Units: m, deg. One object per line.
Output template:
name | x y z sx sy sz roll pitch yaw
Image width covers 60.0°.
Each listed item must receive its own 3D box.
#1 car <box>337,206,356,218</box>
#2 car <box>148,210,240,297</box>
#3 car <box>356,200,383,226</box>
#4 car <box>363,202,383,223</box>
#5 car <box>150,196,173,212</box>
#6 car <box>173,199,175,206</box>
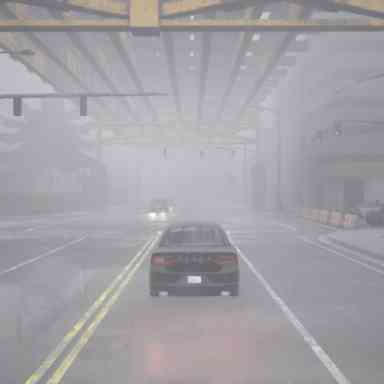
car | 13.577 1.225 25.059 4.536 1.218 1.853 0 0 25
car | 0.051 1.464 8.617 1.882 1.535 5.008 0 0 0
car | 13.213 1.390 20.921 4.974 1.542 2.038 0 0 -20
car | 13.262 1.232 20.939 4.536 1.218 1.853 0 0 -20
car | -3.677 1.437 38.330 2.128 1.511 4.902 0 0 0
car | -3.690 1.415 51.481 2.128 1.511 4.902 0 0 0
